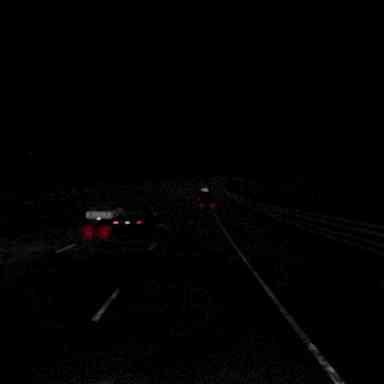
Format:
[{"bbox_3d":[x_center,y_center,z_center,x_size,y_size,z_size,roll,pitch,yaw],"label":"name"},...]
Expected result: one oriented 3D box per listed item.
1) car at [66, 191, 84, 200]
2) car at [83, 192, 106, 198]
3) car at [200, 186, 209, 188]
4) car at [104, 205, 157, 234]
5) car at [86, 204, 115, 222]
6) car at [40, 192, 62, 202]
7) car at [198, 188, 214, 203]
[{"bbox_3d":[-19.662,0.629,56.802,2.097,1.767,4.553,0,2,3],"label":"car"},{"bbox_3d":[-16.175,0.764,56.530,1.882,1.535,5.008,0,2,3],"label":"car"},{"bbox_3d":[3.406,-0.685,89.223,2.150,2.045,5.566,0,3,5],"label":"car"},{"bbox_3d":[-3.238,1.601,19.452,2.033,1.411,5.357,0,0,1],"label":"car"},{"bbox_3d":[-6.607,1.596,25.996,1.895,1.301,4.718,0,1,1],"label":"car"},{"bbox_3d":[-23.248,0.827,55.051,1.837,1.490,4.892,0,2,3],"label":"car"},{"bbox_3d":[2.426,0.752,52.774,2.097,1.767,4.553,0,2,3],"label":"car"}]
